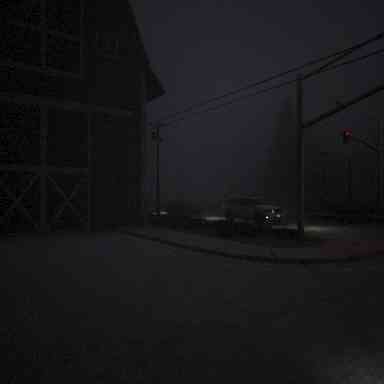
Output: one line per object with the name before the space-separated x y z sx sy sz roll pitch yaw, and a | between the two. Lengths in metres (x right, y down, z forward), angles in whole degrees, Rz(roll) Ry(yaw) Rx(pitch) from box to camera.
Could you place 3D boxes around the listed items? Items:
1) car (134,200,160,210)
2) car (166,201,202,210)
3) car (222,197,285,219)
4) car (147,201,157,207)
car | -6.719 1.922 49.570 1.895 1.301 4.718 0 0 -34
car | -0.904 1.708 34.735 1.882 1.535 5.008 0 0 -35
car | 4.736 1.400 26.509 2.150 2.045 5.566 0 0 -34
car | -6.290 1.786 42.597 1.837 1.490 4.892 0 0 -34
